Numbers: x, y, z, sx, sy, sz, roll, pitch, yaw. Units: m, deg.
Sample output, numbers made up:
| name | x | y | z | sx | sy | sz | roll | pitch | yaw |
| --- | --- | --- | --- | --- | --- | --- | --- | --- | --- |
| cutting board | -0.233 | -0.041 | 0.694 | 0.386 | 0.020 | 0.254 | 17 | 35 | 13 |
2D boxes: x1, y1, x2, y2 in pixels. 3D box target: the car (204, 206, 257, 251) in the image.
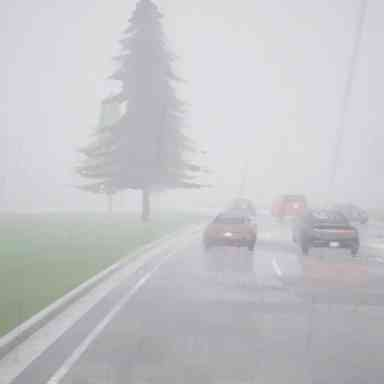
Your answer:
| name | x | y | z | sx | sy | sz | roll | pitch | yaw |
| --- | --- | --- | --- | --- | --- | --- | --- | --- | --- |
| car | 1.738 | 1.531 | 14.200 | 1.994 | 1.385 | 4.181 | 0 | 0 | 12 |

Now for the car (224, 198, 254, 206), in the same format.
| name | x | y | z | sx | sy | sz | roll | pitch | yaw |
| --- | --- | --- | --- | --- | --- | --- | --- | --- | --- |
| car | 4.102 | 1.285 | 29.298 | 2.097 | 1.767 | 4.553 | 0 | 0 | -3 |

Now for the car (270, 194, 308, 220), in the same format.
| name | x | y | z | sx | sy | sz | roll | pitch | yaw |
| --- | --- | --- | --- | --- | --- | --- | --- | --- | --- |
| car | 7.951 | 1.171 | 27.425 | 2.150 | 2.045 | 5.566 | 1 | 0 | 5 |

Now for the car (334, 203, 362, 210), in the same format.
| name | x | y | z | sx | sy | sz | roll | pitch | yaw |
| --- | --- | --- | --- | --- | --- | --- | --- | --- | --- |
| car | 10.974 | 1.510 | 23.902 | 2.033 | 1.411 | 5.357 | 0 | 0 | 11 |

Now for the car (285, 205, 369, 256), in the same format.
| name | x | y | z | sx | sy | sz | roll | pitch | yaw |
| --- | --- | --- | --- | --- | --- | --- | --- | --- | --- |
| car | 5.054 | 1.468 | 13.021 | 2.128 | 1.511 | 4.902 | 0 | 0 | 12 |
